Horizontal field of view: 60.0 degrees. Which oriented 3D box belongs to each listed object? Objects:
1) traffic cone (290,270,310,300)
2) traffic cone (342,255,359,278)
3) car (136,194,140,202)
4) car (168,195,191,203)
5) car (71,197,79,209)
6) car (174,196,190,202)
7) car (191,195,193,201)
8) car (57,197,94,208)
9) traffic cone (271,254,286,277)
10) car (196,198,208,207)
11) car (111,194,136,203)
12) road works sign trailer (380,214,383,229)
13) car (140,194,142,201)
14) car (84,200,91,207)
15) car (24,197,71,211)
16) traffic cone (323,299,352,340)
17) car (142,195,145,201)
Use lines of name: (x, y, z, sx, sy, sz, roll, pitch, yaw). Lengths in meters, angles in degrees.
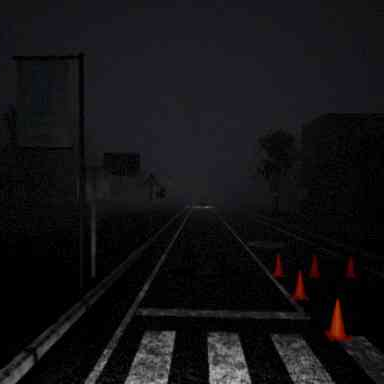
traffic cone: (2.383, 2.027, 7.337, 0.340, 0.580, 0.340, 1, 0, 1)
traffic cone: (4.428, 2.071, 9.289, 0.340, 0.580, 0.340, 1, 0, 1)
car: (-16.242, 1.713, 83.130, 5.008, 1.535, 2.097, 1, -1, 2)
car: (-3.230, 1.886, 79.984, 4.892, 1.521, 2.231, 1, -1, 2)
car: (-17.288, 1.428, 42.669, 4.892, 1.521, 2.231, 1, 0, 1)
car: (-2.845, 1.941, 93.991, 4.553, 1.767, 2.185, 1, -1, 1)
car: (-3.187, 1.663, 82.788, 5.566, 2.045, 2.435, 1, -1, 1)
car: (-17.124, 1.508, 49.088, 4.674, 1.452, 2.002, 1, 0, 2)
traffic cone: (2.431, 2.040, 9.337, 0.340, 0.580, 0.340, 1, 0, 1)
car: (1.896, 1.886, 61.603, 1.837, 1.490, 4.892, 1, 0, 1)
car: (-16.376, 1.658, 77.563, 5.008, 1.535, 2.097, 1, 0, 2)
road works sign trailer: (16.122, 1.779, 25.603, 2.380, 3.560, 2.880, 7, 45, 23)
car: (-16.168, 1.788, 85.915, 4.674, 1.452, 2.002, 1, -1, 2)
car: (-17.213, 1.448, 45.941, 5.008, 1.535, 2.097, 1, 0, 2)
car: (-17.376, 1.446, 39.394, 4.674, 1.452, 2.002, 1, 0, 2)
traffic cone: (2.335, 2.014, 5.338, 0.340, 0.580, 0.340, 1, 0, 1)
car: (-15.990, 1.699, 91.483, 4.553, 1.767, 2.185, 1, -1, 1)
